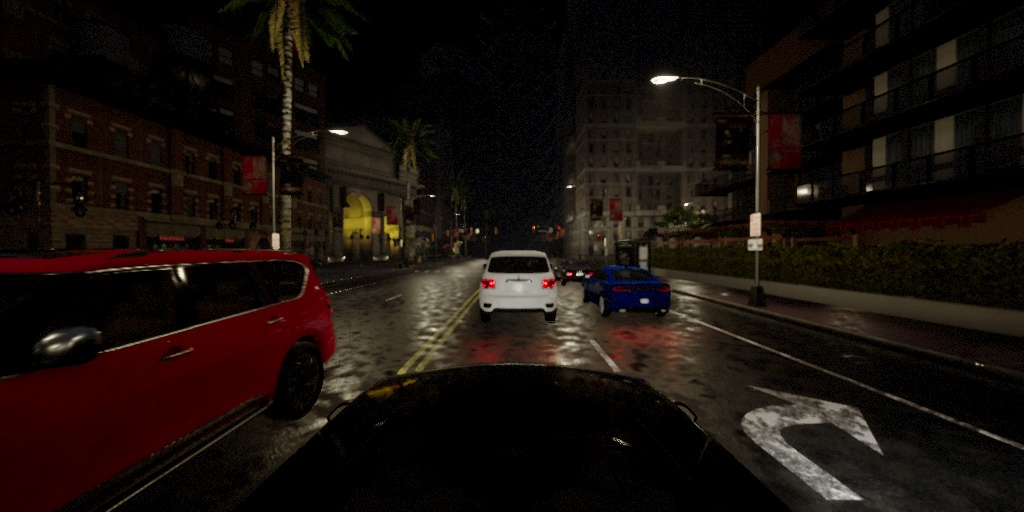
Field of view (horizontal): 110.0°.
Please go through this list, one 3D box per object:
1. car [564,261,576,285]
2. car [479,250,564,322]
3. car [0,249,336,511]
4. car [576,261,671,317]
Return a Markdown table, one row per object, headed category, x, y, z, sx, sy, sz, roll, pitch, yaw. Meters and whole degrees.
| category | x | y | z | sx | sy | sz | roll | pitch | yaw |
| --- | --- | --- | --- | --- | --- | --- | --- | --- | --- |
| car | 3.791 | 1.005 | 22.304 | 2.033 | 1.411 | 5.357 | 0 | 1 | 0 |
| car | 0.192 | 0.829 | 11.807 | 2.150 | 2.045 | 5.566 | 0 | 1 | 1 |
| car | -3.597 | 0.955 | 2.854 | 2.150 | 2.045 | 5.566 | 0 | 1 | 0 |
| car | 3.704 | 1.074 | 12.479 | 1.882 | 1.535 | 5.008 | 0 | 1 | 0 |
